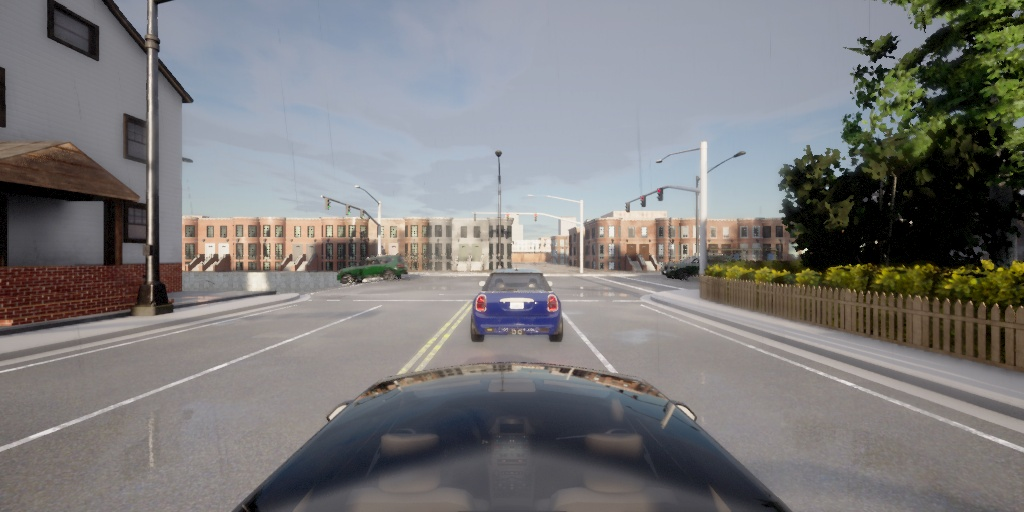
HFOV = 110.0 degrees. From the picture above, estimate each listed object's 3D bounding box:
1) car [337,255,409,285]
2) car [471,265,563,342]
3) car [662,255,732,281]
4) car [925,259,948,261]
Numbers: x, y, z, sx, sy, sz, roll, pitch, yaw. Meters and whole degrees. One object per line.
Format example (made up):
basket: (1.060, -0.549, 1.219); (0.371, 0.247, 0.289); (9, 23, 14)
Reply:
car: (-11.415, 1.139, 29.576); (5.566, 2.045, 2.150); (-5, 0, 0)
car: (0.109, 1.102, 9.948); (2.097, 1.767, 4.553); (0, 0, 0)
car: (15.418, 0.972, 29.655); (5.566, 2.045, 2.150); (0, 0, 0)
car: (33.236, 0.973, 29.700); (5.566, 2.045, 2.150); (0, 0, 0)
